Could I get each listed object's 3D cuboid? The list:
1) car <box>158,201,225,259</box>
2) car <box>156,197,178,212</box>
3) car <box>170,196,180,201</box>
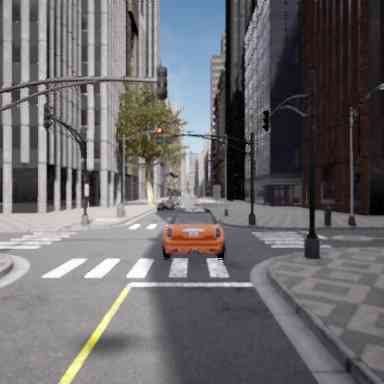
[{"bbox_3d":[0.059,1.385,12.834,2.097,1.767,4.553,0,0,0],"label":"car"},{"bbox_3d":[-3.159,1.672,40.516,1.994,1.385,4.181,0,0,0],"label":"car"},{"bbox_3d":[-3.153,1.503,56.445,2.097,1.767,4.553,0,0,0],"label":"car"}]
